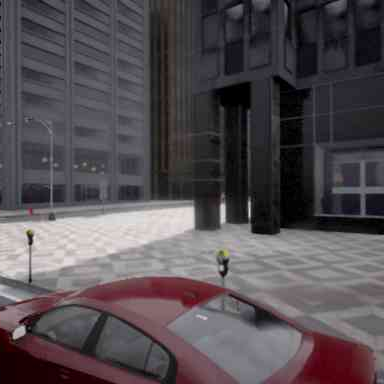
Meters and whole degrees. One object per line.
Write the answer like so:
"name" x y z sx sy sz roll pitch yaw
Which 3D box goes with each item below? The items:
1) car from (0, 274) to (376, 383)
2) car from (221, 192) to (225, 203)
"car" -0.607 1.566 3.393 4.507 1.381 1.887 -1 0 36
"car" 4.719 0.798 54.313 2.097 1.767 4.553 0 1 36
